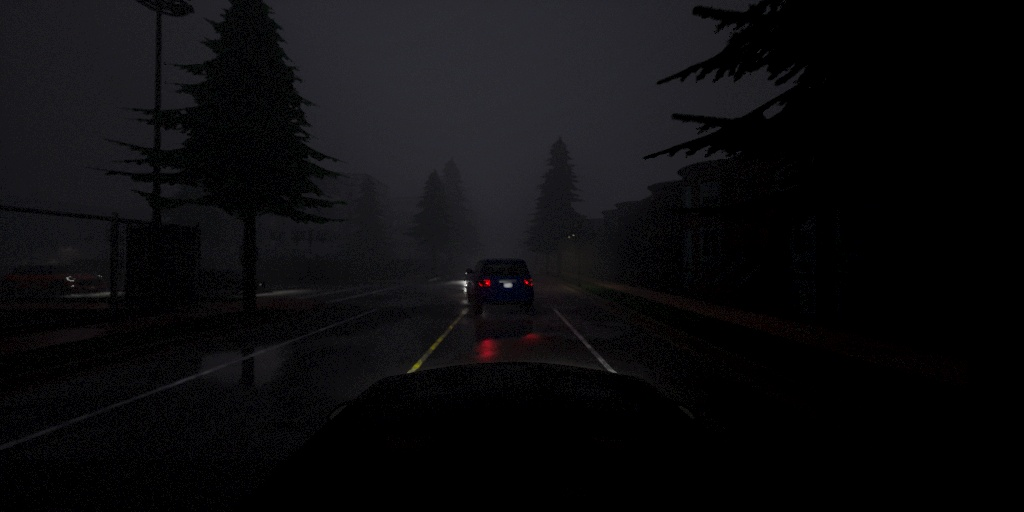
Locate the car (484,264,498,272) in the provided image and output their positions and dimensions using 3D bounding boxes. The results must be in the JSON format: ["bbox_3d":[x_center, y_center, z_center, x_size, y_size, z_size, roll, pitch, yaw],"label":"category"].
[{"bbox_3d":[-3.585,2.029,62.093,1.994,1.385,4.181,0,-1,1],"label":"car"}]

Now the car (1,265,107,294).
[{"bbox_3d":[-27.992,1.367,22.053,4.553,1.767,2.097,0,-1,1],"label":"car"}]

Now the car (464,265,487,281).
[{"bbox_3d":[-3.610,1.667,36.459,1.837,1.490,4.892,0,-1,0],"label":"car"}]

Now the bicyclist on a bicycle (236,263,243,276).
[{"bbox_3d":[-23.283,1.421,30.988,0.582,1.620,1.656,0,0,0],"label":"bicyclist on a bicycle"}]

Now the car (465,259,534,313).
[{"bbox_3d":[-0.651,1.132,15.119,2.150,2.045,5.566,0,0,-11],"label":"car"}]

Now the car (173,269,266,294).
[{"bbox_3d":[-17.833,1.518,21.979,4.892,1.490,1.837,0,-1,0],"label":"car"}]
